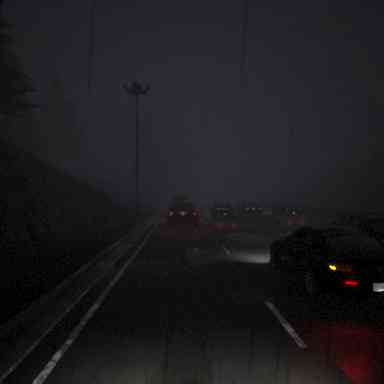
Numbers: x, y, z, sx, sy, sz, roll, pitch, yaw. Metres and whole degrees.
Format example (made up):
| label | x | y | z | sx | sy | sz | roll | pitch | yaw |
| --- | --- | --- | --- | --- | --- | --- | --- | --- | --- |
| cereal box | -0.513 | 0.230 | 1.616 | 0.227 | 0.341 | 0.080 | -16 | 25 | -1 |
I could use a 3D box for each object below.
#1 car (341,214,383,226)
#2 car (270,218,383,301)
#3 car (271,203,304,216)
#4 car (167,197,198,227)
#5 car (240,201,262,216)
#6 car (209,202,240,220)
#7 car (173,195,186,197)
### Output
| label | x | y | z | sx | sy | sz | roll | pitch | yaw |
| --- | --- | --- | --- | --- | --- | --- | --- | --- | --- |
| car | 6.703 | 1.576 | 12.942 | 2.033 | 1.411 | 5.357 | 0 | 0 | -2 |
| car | 3.332 | 1.549 | 8.268 | 1.812 | 1.442 | 4.674 | 0 | 0 | -2 |
| car | 9.459 | 1.714 | 33.447 | 1.895 | 1.301 | 4.718 | 0 | 0 | -3 |
| car | -0.679 | 1.472 | 23.910 | 2.097 | 1.767 | 4.553 | 0 | 0 | -2 |
| car | 5.893 | 1.686 | 34.762 | 2.033 | 1.411 | 5.357 | 0 | 0 | -3 |
| car | 2.607 | 1.624 | 29.765 | 2.128 | 1.511 | 4.902 | 0 | 0 | -2 |
| car | -1.569 | 1.437 | 42.600 | 2.150 | 2.045 | 5.566 | 0 | 0 | -4 |
